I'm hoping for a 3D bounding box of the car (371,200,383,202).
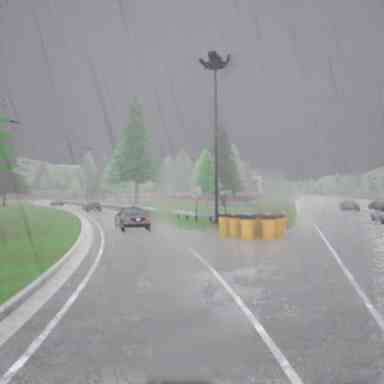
[{"bbox_3d":[23.376,1.652,41.478,1.994,1.385,4.181,0,0,17],"label":"car"}]

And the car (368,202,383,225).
[{"bbox_3d":[14.532,1.649,24.423,1.895,1.301,4.718,0,0,17],"label":"car"}]

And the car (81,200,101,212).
[{"bbox_3d":[-13.121,1.792,43.181,1.837,1.490,4.892,0,0,-28],"label":"car"}]

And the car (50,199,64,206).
[{"bbox_3d":[-25.942,2.013,64.042,1.994,1.385,4.181,0,0,-33],"label":"car"}]

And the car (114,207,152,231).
[{"bbox_3d":[-3.926,1.678,21.685,2.033,1.411,5.357,0,0,-18],"label":"car"}]

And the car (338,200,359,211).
[{"bbox_3d":[20.055,1.675,42.590,1.994,1.385,4.181,0,0,17],"label":"car"}]
